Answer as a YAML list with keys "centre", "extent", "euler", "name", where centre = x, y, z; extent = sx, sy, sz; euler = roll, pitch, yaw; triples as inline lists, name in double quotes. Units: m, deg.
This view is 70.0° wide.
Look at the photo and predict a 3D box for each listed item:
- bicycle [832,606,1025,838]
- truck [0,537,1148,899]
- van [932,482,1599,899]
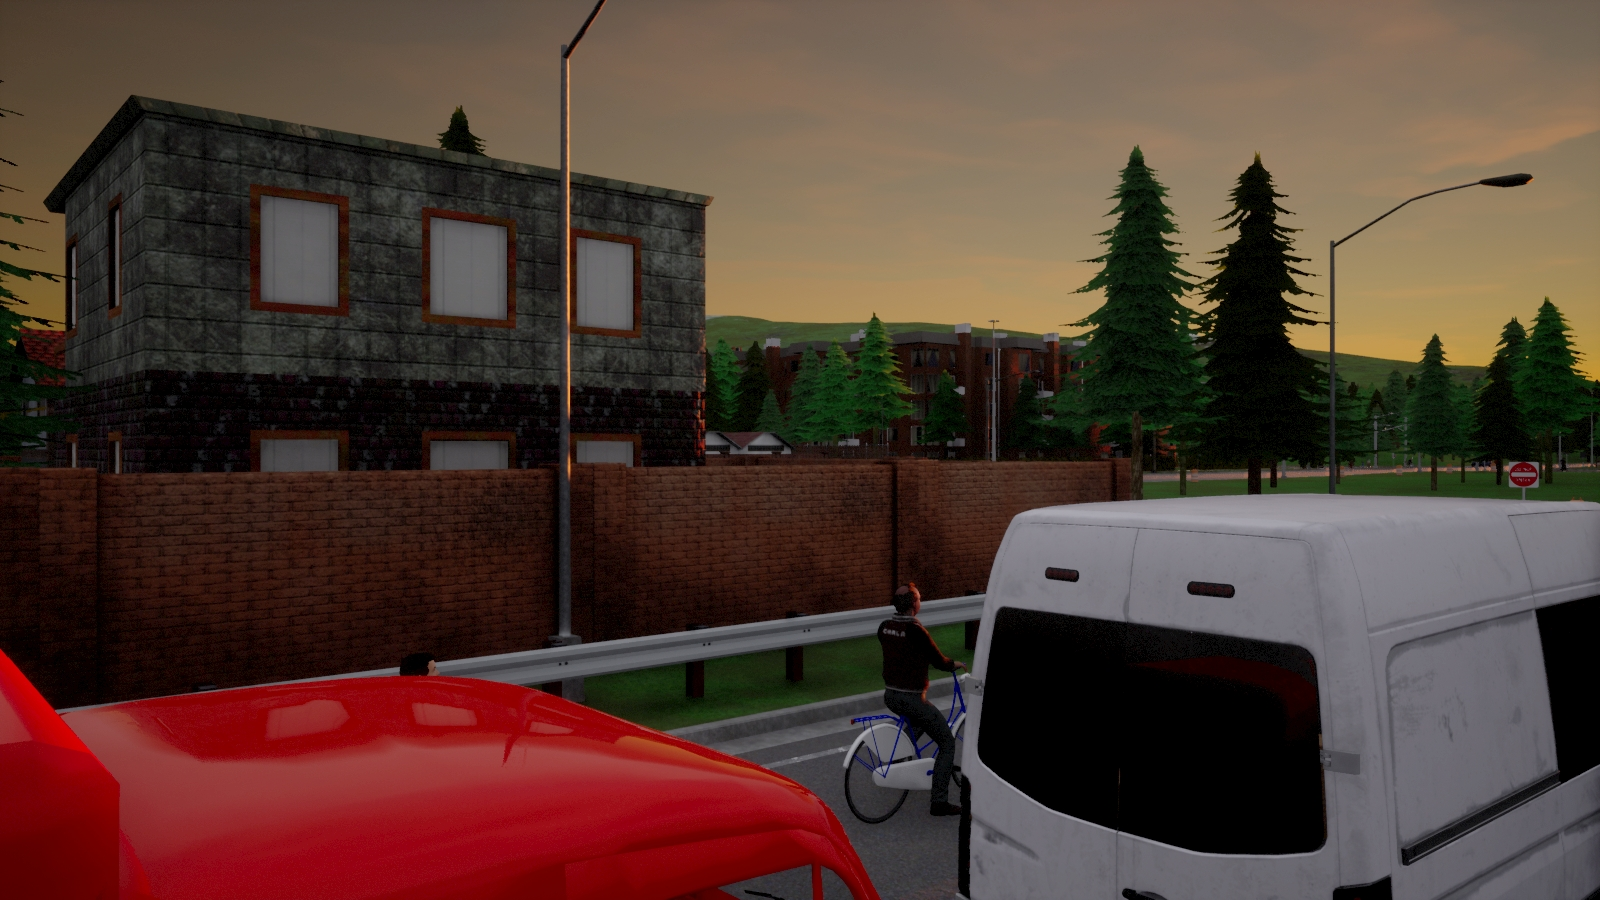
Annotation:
- centre: [1.045, 2.060, 8.955]
  extent: [1.835, 1.471, 0.329]
  euler: [0, 0, -40]
  name: "bicycle"
- centre: [-2.109, 1.568, 1.686]
  extent: [5.204, 2.467, 2.627]
  euler: [0, 0, -40]
  name: "truck"
- centre: [3.509, 1.534, 6.458]
  extent: [5.915, 2.561, 1.988]
  euler: [0, 0, -40]
  name: "van"
